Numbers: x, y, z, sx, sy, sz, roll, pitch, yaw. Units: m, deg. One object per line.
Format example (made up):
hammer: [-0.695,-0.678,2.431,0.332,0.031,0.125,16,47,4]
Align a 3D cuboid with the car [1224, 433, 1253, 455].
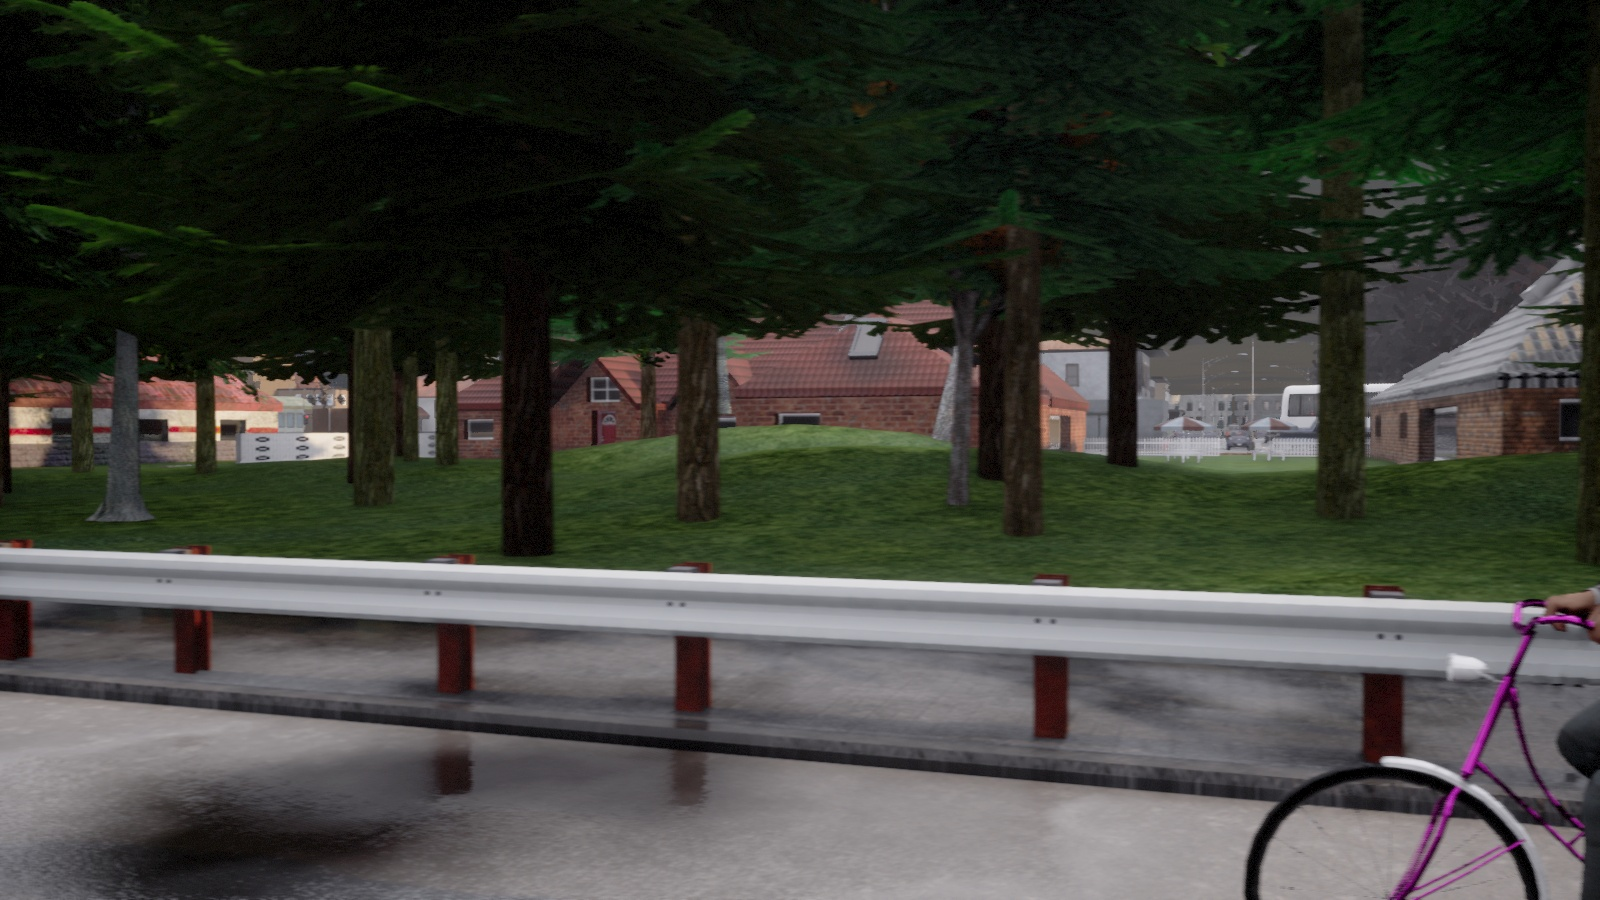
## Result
car: [31.087,-0.467,89.111,1.845,1.501,3.633,1,1,19]

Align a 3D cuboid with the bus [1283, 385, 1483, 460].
bus: [35.008,-1.617,75.661,10.273,4.253,3.944,1,1,38]

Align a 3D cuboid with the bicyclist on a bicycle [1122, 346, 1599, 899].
bicyclist on a bicycle: [1.780,0.654,3.120,1.843,1.776,0.659,1,1,19]
